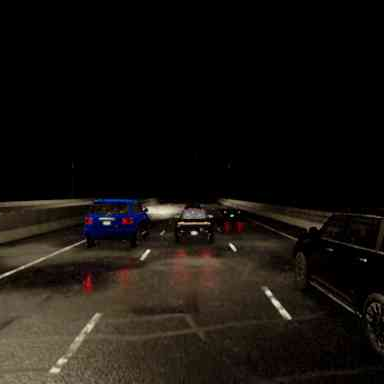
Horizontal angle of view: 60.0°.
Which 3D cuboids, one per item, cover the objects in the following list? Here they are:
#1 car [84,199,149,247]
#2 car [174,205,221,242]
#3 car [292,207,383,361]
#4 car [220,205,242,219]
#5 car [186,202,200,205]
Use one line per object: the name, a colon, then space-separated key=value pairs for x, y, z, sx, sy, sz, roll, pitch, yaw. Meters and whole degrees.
car: x=-3.398 y=1.362 z=15.941 sx=2.150 sy=2.045 sz=5.566 roll=0 pitch=-1 yaw=0
car: x=0.102 y=1.644 z=17.308 sx=2.128 sy=1.511 sz=4.902 roll=0 pitch=0 yaw=0
car: x=3.601 y=1.276 z=6.070 sx=2.150 sy=2.045 sz=5.566 roll=0 pitch=-1 yaw=0
car: x=3.605 y=1.883 z=32.165 sx=1.895 sy=1.301 sz=4.718 roll=0 pitch=0 yaw=0
car: x=0.105 y=1.814 z=35.336 sx=1.837 sy=1.490 sz=4.892 roll=0 pitch=-1 yaw=0
